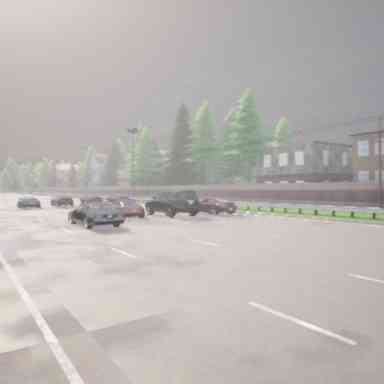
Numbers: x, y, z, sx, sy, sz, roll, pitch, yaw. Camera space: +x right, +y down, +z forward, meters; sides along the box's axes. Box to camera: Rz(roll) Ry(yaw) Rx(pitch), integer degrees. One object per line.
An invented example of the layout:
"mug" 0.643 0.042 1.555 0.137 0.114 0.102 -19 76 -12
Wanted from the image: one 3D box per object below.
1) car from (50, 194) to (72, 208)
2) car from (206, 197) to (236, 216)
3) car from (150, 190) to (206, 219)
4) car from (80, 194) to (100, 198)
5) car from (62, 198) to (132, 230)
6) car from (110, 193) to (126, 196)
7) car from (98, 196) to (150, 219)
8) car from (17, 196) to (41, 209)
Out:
"car" -15.757 1.070 40.208 1.837 1.490 4.892 -1 1 -35
"car" 1.665 1.131 27.338 1.812 1.442 4.674 -1 1 -35
"car" -1.619 0.872 25.926 2.150 2.045 5.566 -1 1 -35
"car" -12.866 1.020 42.180 1.837 1.490 4.892 -1 1 -35
"car" -5.765 1.319 19.627 2.033 1.411 5.357 -1 1 -35
"car" -9.987 0.969 44.169 1.837 1.490 4.892 -1 1 -35
"car" -5.194 1.257 24.950 1.994 1.385 4.181 -1 1 -35
"car" -18.980 1.175 38.716 1.994 1.385 4.181 -1 1 -35
